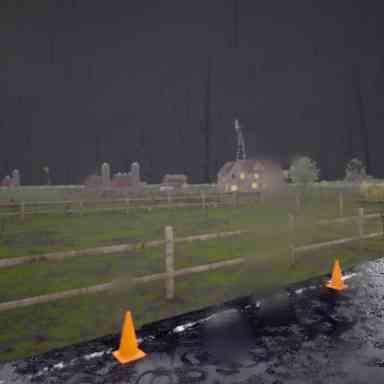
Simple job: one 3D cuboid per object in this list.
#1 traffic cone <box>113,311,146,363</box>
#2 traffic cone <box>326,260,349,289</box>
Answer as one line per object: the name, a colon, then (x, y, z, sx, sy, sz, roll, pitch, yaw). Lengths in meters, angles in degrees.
traffic cone: (-0.855, 1.917, 4.512, 0.340, 0.580, 0.340, -2, 1, -35)
traffic cone: (3.228, 1.806, 7.396, 0.340, 0.580, 0.340, -2, 1, -35)
